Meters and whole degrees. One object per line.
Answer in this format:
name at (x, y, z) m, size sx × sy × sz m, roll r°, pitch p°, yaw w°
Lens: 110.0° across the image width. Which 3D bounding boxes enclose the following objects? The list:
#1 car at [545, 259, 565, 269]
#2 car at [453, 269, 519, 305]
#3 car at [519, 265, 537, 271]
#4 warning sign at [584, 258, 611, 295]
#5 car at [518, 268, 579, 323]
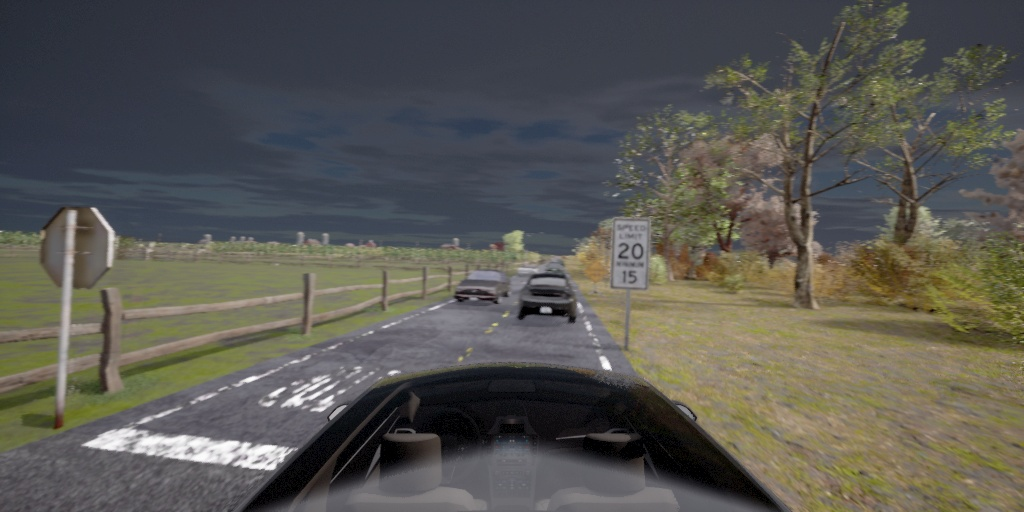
car at (4.777, 1.478, 39.978) m, size 2.097 × 1.767 × 4.553 m, roll 2°, pitch 0°, yaw 8°
car at (-1.160, 1.330, 16.754) m, size 2.033 × 1.411 × 5.357 m, roll 2°, pitch 0°, yaw 7°
car at (1.787, 1.604, 39.116) m, size 1.895 × 1.301 × 4.718 m, roll 2°, pitch 0°, yaw 8°
warning sign at (4.510, 1.140, 19.460) m, size 1.300 × 1.860 × 1.060 m, roll 0°, pitch 0°, yaw 7°
car at (1.324, 1.367, 12.950) m, size 1.837 × 1.490 × 4.892 m, roll 2°, pitch 0°, yaw 7°
